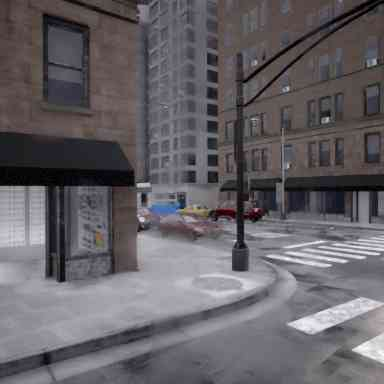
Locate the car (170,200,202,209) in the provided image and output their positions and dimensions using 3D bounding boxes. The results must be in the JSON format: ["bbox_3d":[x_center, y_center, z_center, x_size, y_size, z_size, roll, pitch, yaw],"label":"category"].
[{"bbox_3d":[0.158,1.804,31.694,1.752,1.417,4.829,-1,0,-36],"label":"car"}]

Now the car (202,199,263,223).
[{"bbox_3d":[3.469,1.522,27.088,2.192,1.841,5.009,-1,0,-36],"label":"car"}]

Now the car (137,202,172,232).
[{"bbox_3d":[-3.446,1.706,22.107,1.967,1.590,4.097,-1,0,-36],"label":"car"}]

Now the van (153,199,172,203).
[{"bbox_3d":[-2.962,1.689,36.022,1.690,1.788,3.998,-1,0,-36],"label":"van"}]

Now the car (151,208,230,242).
[{"bbox_3d":[-0.227,1.778,17.639,1.802,1.307,4.206,-1,0,-36],"label":"car"}]
